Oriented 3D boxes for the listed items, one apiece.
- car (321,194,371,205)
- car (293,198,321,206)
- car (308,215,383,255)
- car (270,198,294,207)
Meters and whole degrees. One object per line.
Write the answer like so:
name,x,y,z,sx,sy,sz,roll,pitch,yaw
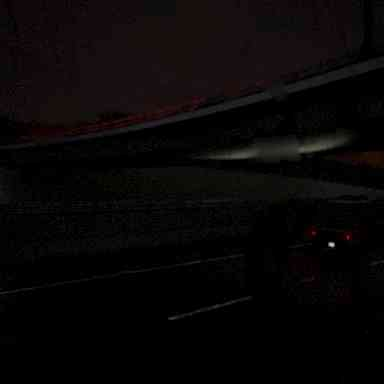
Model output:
car,15.720,1.196,33.147,5.566,2.045,2.150,0,0,-36
car,13.488,1.479,35.849,4.892,1.490,1.837,0,0,-36
car,6.778,1.582,13.221,4.718,1.301,1.895,0,0,-37
car,11.167,1.451,38.484,5.008,1.535,1.882,0,0,-36
